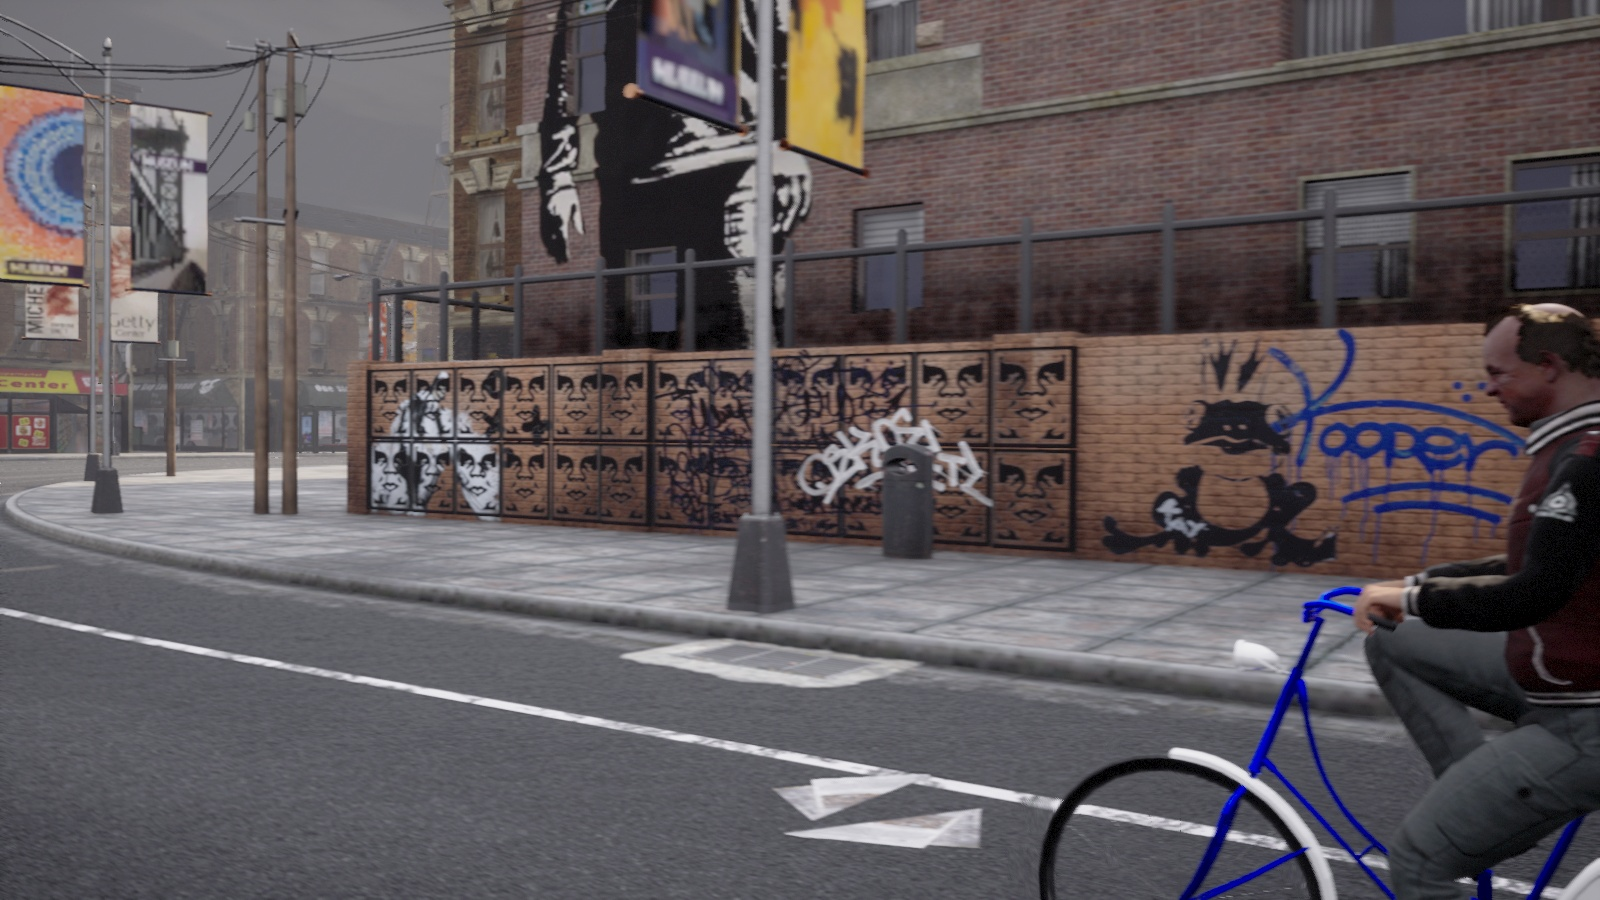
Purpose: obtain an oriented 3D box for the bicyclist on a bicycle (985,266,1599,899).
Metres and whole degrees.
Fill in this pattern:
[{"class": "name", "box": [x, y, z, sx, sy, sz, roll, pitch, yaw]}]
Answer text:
[{"class": "bicyclist on a bicycle", "box": [1.389, 0.553, 2.698, 1.843, 1.776, 0.659, 0, 1, 34]}]
